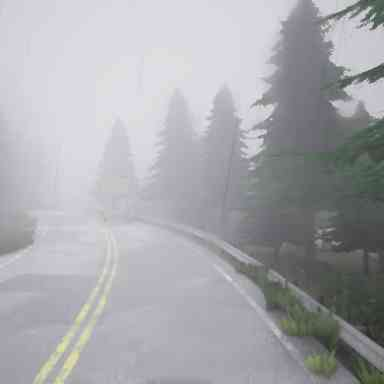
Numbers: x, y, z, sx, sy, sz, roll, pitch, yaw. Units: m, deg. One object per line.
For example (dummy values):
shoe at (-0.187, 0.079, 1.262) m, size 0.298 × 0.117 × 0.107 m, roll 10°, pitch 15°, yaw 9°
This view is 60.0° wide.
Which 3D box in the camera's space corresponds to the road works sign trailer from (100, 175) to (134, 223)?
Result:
road works sign trailer at (-6.079, 0.509, 26.270) m, size 2.380 × 3.560 × 2.880 m, roll 2°, pitch -1°, yaw -32°

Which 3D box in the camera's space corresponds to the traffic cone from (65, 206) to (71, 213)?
traffic cone at (-12.179, 1.868, 33.090) m, size 0.340 × 0.580 × 0.340 m, roll 3°, pitch -1°, yaw -33°

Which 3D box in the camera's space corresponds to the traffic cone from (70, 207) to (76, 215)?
traffic cone at (-11.092, 1.887, 31.415) m, size 0.340 × 0.580 × 0.340 m, roll 3°, pitch -1°, yaw -33°

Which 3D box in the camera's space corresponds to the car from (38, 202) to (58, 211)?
car at (-21.968, 2.342, 51.042) m, size 1.882 × 1.535 × 5.008 m, roll 0°, pitch -6°, yaw -8°

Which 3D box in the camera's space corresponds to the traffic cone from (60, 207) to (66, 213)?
traffic cone at (-13.271, 1.858, 34.770) m, size 0.340 × 0.580 × 0.340 m, roll 3°, pitch -2°, yaw -33°
